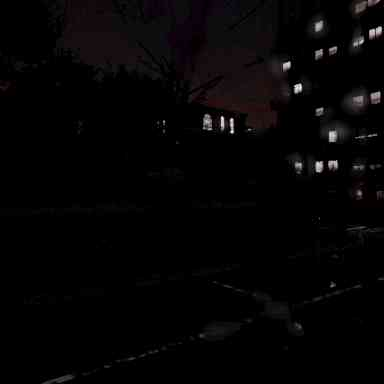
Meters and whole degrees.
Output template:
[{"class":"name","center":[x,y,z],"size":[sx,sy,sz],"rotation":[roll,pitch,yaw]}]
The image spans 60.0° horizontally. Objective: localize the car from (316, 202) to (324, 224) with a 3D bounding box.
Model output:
[{"class":"car","center":[7.959,1.770,26.317],"size":[1.837,1.490,4.892],"rotation":[0,-1,-35]}]

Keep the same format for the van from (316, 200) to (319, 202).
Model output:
[{"class":"van","center":[10.514,1.646,32.599],"size":[1.690,1.788,3.998],"rotation":[-1,0,-36]}]
